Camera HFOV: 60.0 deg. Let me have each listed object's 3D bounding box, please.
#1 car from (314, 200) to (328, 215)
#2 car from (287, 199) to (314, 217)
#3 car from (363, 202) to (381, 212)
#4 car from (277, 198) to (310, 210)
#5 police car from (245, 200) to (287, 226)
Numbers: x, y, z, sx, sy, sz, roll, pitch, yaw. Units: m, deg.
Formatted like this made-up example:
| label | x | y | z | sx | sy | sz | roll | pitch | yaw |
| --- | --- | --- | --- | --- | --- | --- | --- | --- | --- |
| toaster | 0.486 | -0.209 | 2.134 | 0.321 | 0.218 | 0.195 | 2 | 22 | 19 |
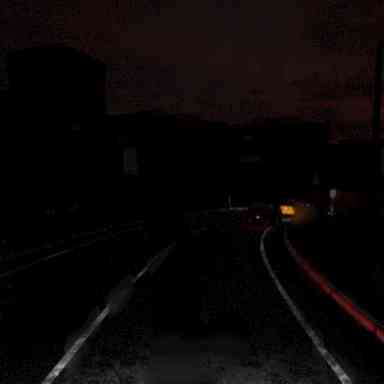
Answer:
| label | x | y | z | sx | sy | sz | roll | pitch | yaw |
| --- | --- | --- | --- | --- | --- | --- | --- | --- | --- |
| car | 13.166 | 1.641 | 36.143 | 1.837 | 1.490 | 4.892 | 4 | 2 | 41 |
| car | 9.794 | 1.504 | 31.805 | 1.801 | 1.575 | 5.366 | 3 | 1 | 34 |
| car | 27.402 | 2.177 | 48.452 | 5.357 | 1.411 | 2.033 | 3 | 3 | -27 |
| car | 13.013 | 1.549 | 42.467 | 4.718 | 1.301 | 1.895 | 1 | 3 | -43 |
| police car | 5.175 | 1.392 | 23.456 | 1.930 | 1.638 | 5.238 | 2 | 1 | 23 |
